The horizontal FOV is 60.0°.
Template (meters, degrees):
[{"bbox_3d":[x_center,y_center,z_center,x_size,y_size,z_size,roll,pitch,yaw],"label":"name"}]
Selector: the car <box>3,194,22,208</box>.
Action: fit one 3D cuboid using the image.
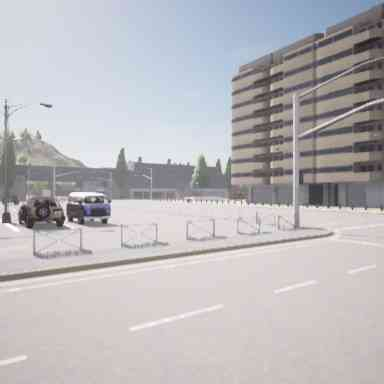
[{"bbox_3d":[-29.340,1.158,53.849,1.932,1.855,4.605,0,0,-35],"label":"car"}]
